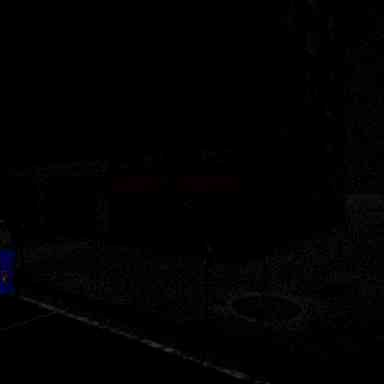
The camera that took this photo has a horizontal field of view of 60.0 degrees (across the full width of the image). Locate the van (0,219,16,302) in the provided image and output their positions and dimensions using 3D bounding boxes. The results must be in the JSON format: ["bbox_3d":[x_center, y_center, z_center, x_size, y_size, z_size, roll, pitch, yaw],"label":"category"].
[{"bbox_3d":[-5.310,1.340,6.876,3.998,1.788,1.690,0,0,36],"label":"van"}]
